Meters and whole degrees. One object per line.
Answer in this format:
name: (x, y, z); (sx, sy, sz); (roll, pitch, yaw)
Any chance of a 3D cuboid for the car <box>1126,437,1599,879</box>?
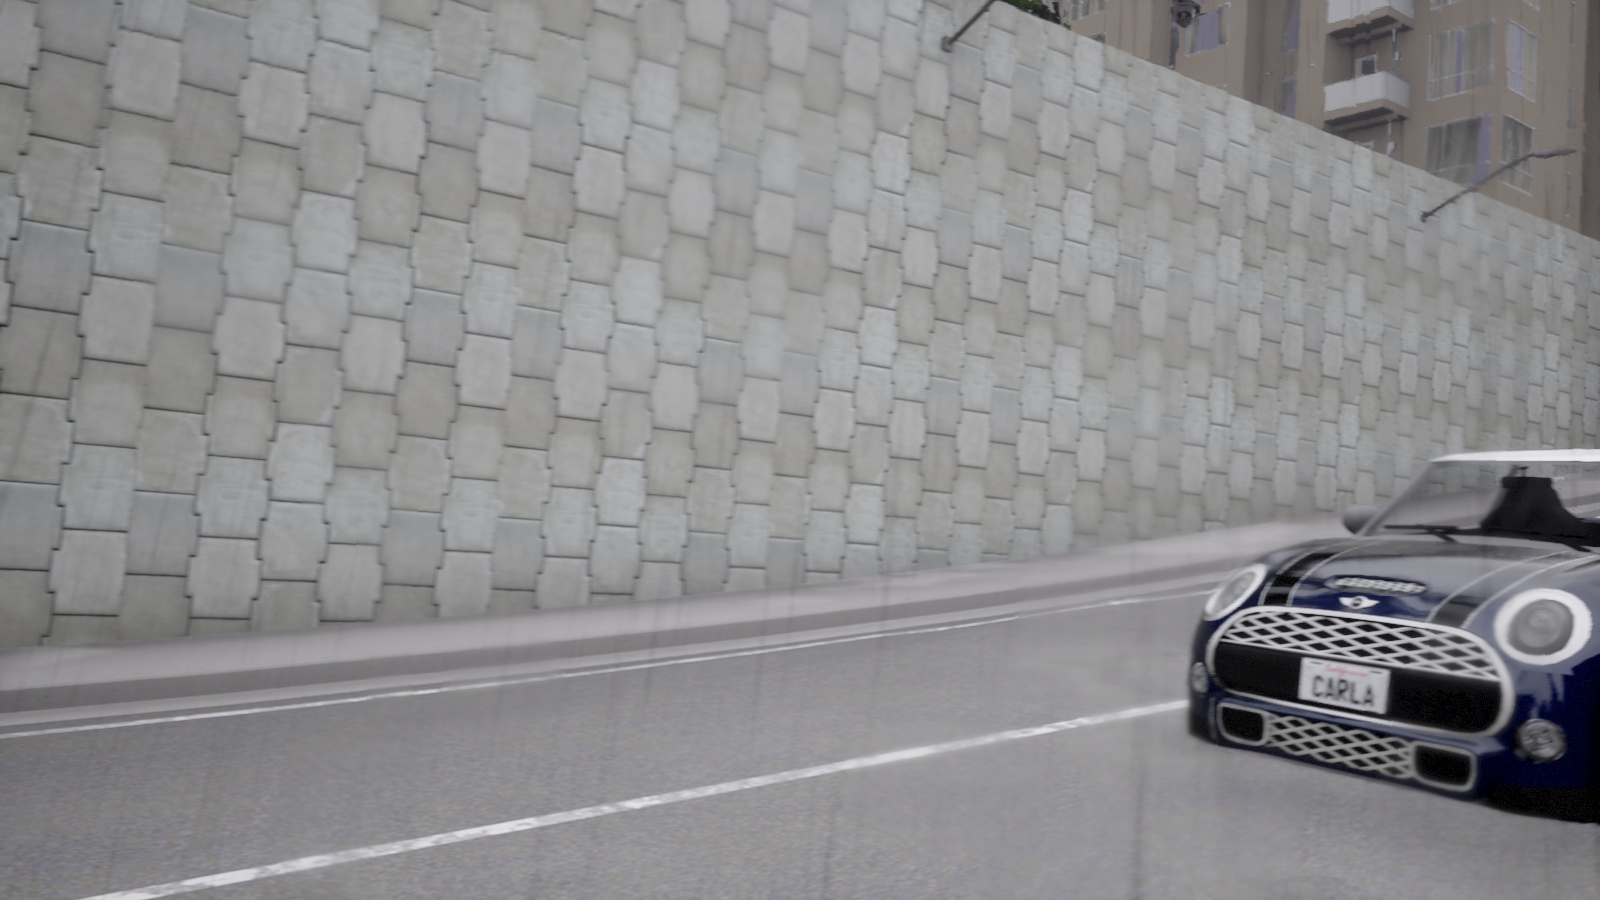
car: (3.647, 0.684, 6.061); (3.806, 1.475, 1.970); (0, 0, -34)
